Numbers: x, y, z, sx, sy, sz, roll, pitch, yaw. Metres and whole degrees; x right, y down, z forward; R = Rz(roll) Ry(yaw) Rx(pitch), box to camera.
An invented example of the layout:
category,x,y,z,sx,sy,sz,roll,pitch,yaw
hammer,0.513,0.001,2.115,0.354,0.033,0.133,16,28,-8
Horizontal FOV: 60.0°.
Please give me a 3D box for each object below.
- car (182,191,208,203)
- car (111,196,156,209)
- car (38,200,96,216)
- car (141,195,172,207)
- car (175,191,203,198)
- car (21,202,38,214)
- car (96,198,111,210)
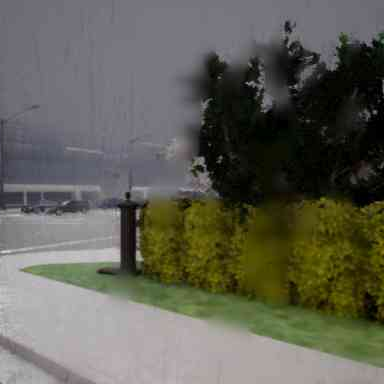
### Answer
category,x,y,z,sx,sy,sz,roll,pitch,yaw
car,0.542,0.853,56.805,2.097,1.767,4.553,0,2,35
car,-6.831,1.392,40.222,2.128,1.511,4.902,0,1,35
car,-12.143,1.489,32.654,1.812,1.442,4.674,0,0,35
car,-5.169,1.287,48.680,1.812,1.442,4.674,0,1,35
car,-1.282,0.943,48.131,2.150,2.045,5.566,0,1,35
car,-15.280,1.530,34.273,1.994,1.385,4.181,0,0,35
car,-10.261,1.443,41.429,1.812,1.442,4.674,0,1,35
